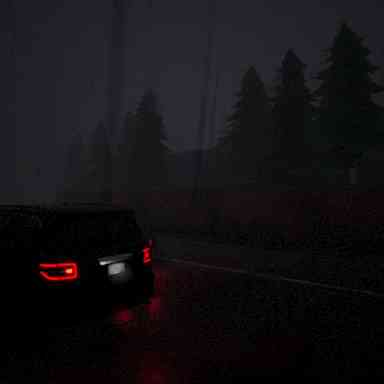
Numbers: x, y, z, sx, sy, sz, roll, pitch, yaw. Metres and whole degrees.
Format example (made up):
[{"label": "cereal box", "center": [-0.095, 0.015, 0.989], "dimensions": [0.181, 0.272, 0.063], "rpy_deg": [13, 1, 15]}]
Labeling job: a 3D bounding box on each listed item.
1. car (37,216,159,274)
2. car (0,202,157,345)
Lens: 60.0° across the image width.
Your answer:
[{"label": "car", "center": [-3.451, 1.653, 11.612], "dimensions": [4.718, 1.301, 1.895], "rpy_deg": [0, 0, 42]}, {"label": "car", "center": [-3.181, 1.256, 6.727], "dimensions": [5.566, 2.045, 2.150], "rpy_deg": [0, 0, 40]}]
